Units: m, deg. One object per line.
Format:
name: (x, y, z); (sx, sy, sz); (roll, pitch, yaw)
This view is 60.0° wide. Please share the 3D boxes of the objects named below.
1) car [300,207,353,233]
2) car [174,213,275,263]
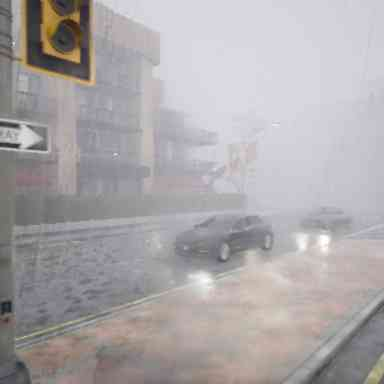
car: (8.178, 1.609, 20.127); (1.994, 1.385, 4.181); (-1, -1, 42)
car: (1.409, 1.584, 12.649); (1.837, 1.490, 4.892); (-1, -1, 42)
